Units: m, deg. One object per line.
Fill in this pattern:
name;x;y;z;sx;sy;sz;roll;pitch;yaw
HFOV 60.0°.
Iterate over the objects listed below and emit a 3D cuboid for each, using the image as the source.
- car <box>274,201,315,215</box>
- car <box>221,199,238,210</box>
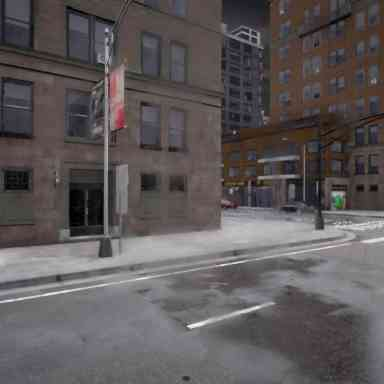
car;10.520;1.580;34.251;1.947;1.339;4.313;0;0;-35
car;4.164;1.594;43.257;1.802;1.307;4.206;0;0;-35
